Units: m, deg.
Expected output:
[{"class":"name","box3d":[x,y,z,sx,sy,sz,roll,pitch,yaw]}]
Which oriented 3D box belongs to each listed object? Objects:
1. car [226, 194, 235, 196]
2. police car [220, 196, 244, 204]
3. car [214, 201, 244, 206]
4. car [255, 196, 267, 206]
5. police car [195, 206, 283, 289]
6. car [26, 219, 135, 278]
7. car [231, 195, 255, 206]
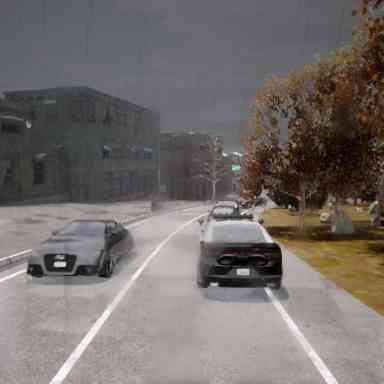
[{"class":"car","box3d":[6.033,1.151,51.477,2.097,1.767,4.553,2,1,23]},{"class":"police car","box3d":[2.670,1.356,24.940,1.930,1.638,5.238,1,0,9]},{"class":"car","box3d":[1.839,1.478,18.997,1.812,1.442,4.674,1,0,6]},{"class":"car","box3d":[11.242,1.452,55.796,1.837,1.490,4.892,3,1,26]},{"class":"police car","box3d":[1.128,1.406,9.294,1.930,1.638,5.238,0,0,2]},{"class":"car","box3d":[-3.048,1.528,9.916,1.994,1.385,4.181,0,0,3]},{"class":"car","box3d":[6.743,1.488,44.537,1.895,1.301,4.718,2,0,20]}]
